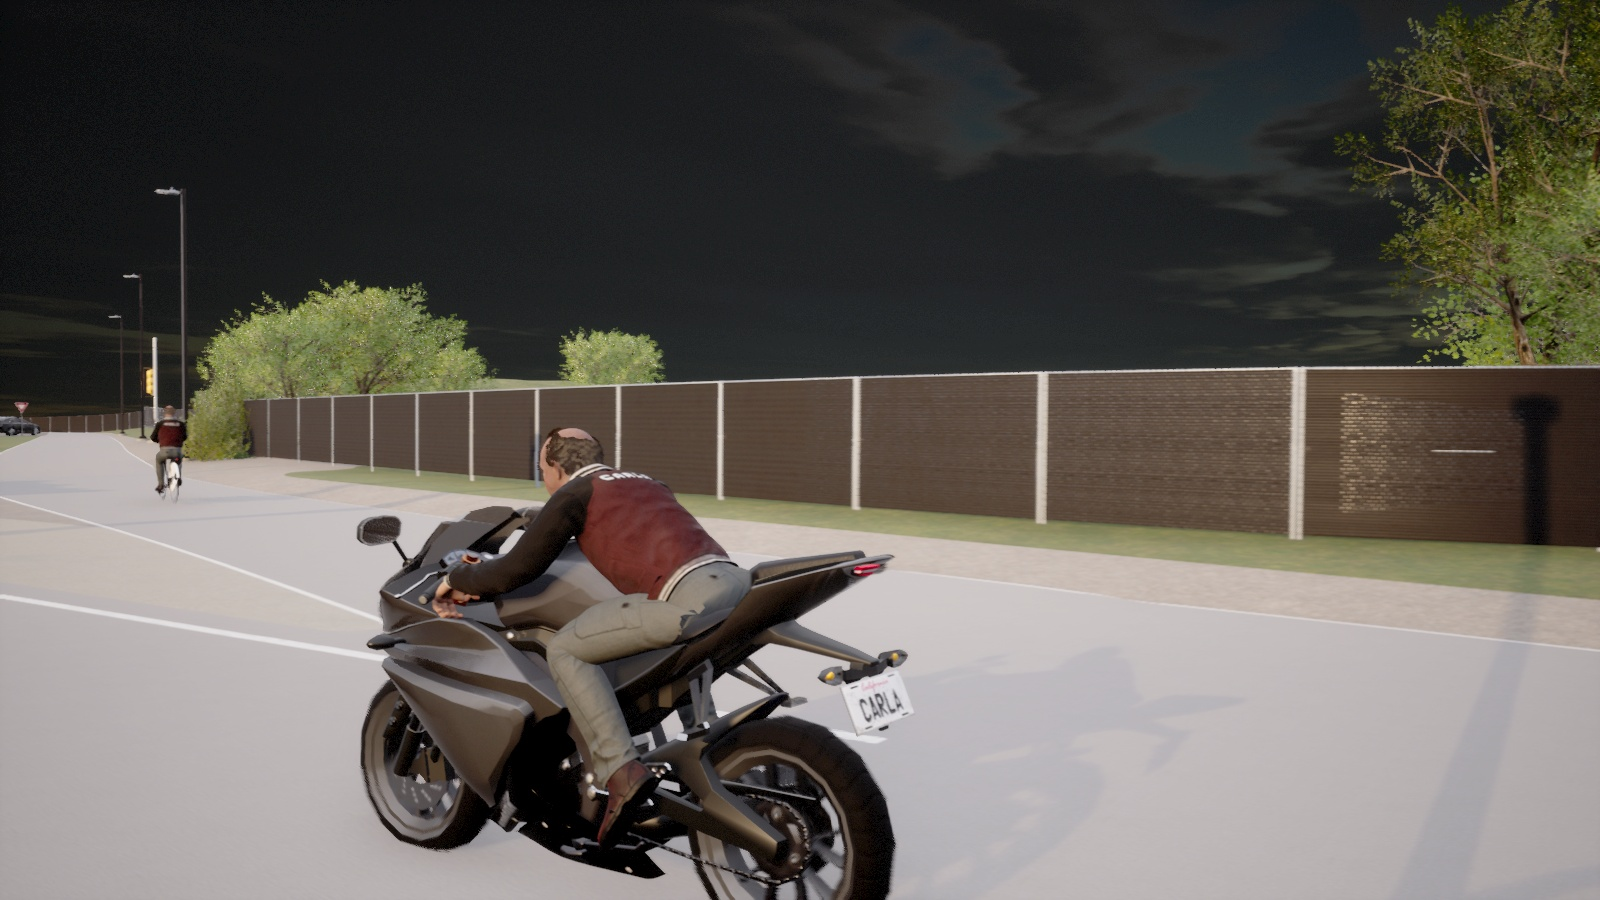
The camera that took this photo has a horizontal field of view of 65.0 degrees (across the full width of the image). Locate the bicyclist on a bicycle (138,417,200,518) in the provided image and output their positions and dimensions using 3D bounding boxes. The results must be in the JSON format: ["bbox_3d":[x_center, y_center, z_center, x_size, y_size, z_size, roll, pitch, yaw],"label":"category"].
[{"bbox_3d":[-11.525,0.288,22.907,0.659,1.776,1.843,-1,2,-37],"label":"bicyclist on a bicycle"}]

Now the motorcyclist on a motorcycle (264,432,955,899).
[{"bbox_3d":[-0.683,0.718,4.078,2.191,1.530,0.866,0,1,34],"label":"motorcyclist on a motorcycle"}]
